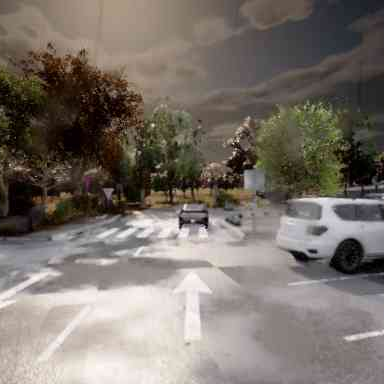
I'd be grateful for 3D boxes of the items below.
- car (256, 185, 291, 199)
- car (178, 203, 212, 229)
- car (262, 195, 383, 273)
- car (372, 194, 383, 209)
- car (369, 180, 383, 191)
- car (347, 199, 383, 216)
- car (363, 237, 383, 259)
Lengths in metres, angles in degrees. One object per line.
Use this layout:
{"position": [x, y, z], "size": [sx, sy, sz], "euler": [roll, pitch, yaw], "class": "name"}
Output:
{"position": [12.528, -0.049, 50.297], "size": [5.566, 2.045, 2.150], "euler": [-5, 0, -5], "class": "car"}
{"position": [0.208, 1.490, 21.756], "size": [2.128, 1.511, 4.902], "euler": [0, 0, 4], "class": "car"}
{"position": [5.394, 1.233, 10.611], "size": [5.566, 2.045, 2.435], "euler": [1, 0, -20], "class": "car"}
{"position": [27.056, 1.246, 43.774], "size": [2.435, 2.045, 5.566], "euler": [1, -1, -22], "class": "car"}
{"position": [29.486, -1.114, 50.818], "size": [4.674, 1.442, 1.812], "euler": [-4, 0, -1], "class": "car"}
{"position": [18.032, 1.482, 32.488], "size": [5.008, 1.535, 1.882], "euler": [0, 0, -2], "class": "car"}
{"position": [5.202, 1.479, 4.518], "size": [5.366, 1.575, 1.946], "euler": [1, 0, -20], "class": "car"}
